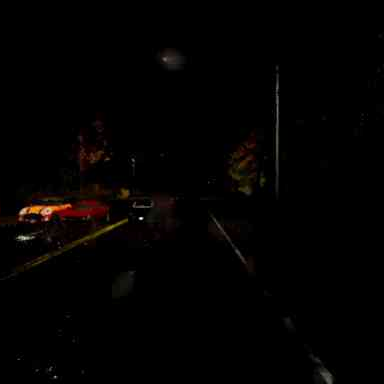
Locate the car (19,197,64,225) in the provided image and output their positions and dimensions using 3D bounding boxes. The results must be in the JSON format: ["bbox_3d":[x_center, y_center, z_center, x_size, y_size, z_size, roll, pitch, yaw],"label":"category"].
[{"bbox_3d":[-9.742,1.181,22.604,2.097,1.767,4.553,0,1,1],"label":"car"}]

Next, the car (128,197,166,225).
[{"bbox_3d":[-3.084,1.336,22.658,1.837,1.490,4.892,0,0,0],"label":"car"}]

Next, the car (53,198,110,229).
[{"bbox_3d":[-6.512,1.323,20.743,1.882,1.535,5.008,0,0,1],"label":"car"}]

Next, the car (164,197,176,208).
[{"bbox_3d":[-2.962,1.286,40.648,1.895,1.301,4.718,0,0,0],"label":"car"}]
